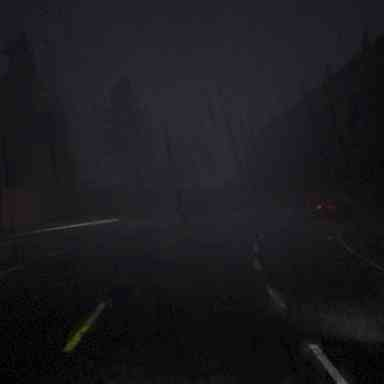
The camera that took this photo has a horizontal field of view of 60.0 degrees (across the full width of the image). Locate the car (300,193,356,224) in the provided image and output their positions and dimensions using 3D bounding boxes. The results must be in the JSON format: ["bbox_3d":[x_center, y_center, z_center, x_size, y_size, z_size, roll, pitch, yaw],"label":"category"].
[{"bbox_3d":[10.176,1.102,24.245,2.150,2.045,5.566,0,0,39],"label":"car"}]

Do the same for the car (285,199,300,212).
[{"bbox_3d":[12.320,1.372,35.618,5.357,1.411,2.033,0,0,-34],"label":"car"}]

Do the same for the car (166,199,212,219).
[{"bbox_3d":[-0.196,1.356,27.725,2.128,1.511,4.902,0,0,35],"label":"car"}]
